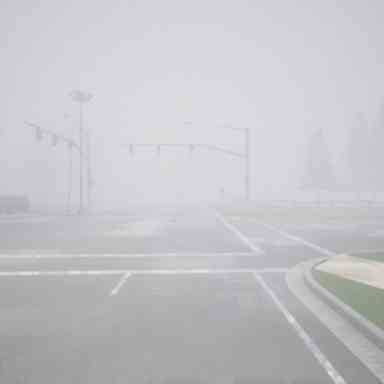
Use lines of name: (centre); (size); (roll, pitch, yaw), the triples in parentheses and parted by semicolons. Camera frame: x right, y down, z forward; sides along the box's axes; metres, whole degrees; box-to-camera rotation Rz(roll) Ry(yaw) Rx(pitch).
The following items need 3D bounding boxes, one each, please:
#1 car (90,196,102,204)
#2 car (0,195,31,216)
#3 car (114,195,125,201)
car: (-18.475, 1.556, 63.235); (1.812, 1.442, 4.674); (0, 1, 0)
car: (-18.486, 1.347, 33.649); (2.150, 2.045, 5.566); (0, 1, 0)
car: (-18.236, 1.504, 83.952); (1.882, 1.535, 5.008); (0, 0, 1)
